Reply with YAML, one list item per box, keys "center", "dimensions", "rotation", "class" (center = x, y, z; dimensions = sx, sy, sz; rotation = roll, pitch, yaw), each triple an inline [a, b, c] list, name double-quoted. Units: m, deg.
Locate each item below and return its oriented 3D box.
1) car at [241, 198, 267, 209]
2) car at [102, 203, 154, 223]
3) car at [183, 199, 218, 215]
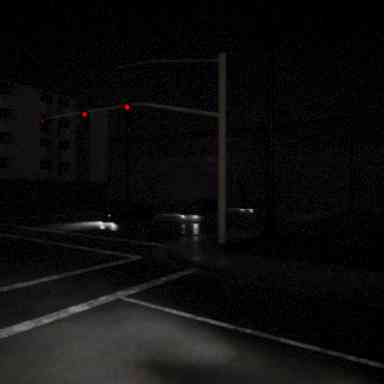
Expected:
- center: [8.581, 1.492, 44.770]
  dimensions: [4.674, 1.442, 1.812]
  rotation: [-1, 1, -44]
  class: "car"
- center: [-4.914, 1.551, 25.923]
  dimensions: [1.994, 1.385, 4.181]
  rotation: [0, 0, 34]
  class: "car"
- center: [0.978, 1.480, 34.505]
  dimensions: [1.837, 1.490, 4.892]
  rotation: [0, 1, 34]
  class: "car"
